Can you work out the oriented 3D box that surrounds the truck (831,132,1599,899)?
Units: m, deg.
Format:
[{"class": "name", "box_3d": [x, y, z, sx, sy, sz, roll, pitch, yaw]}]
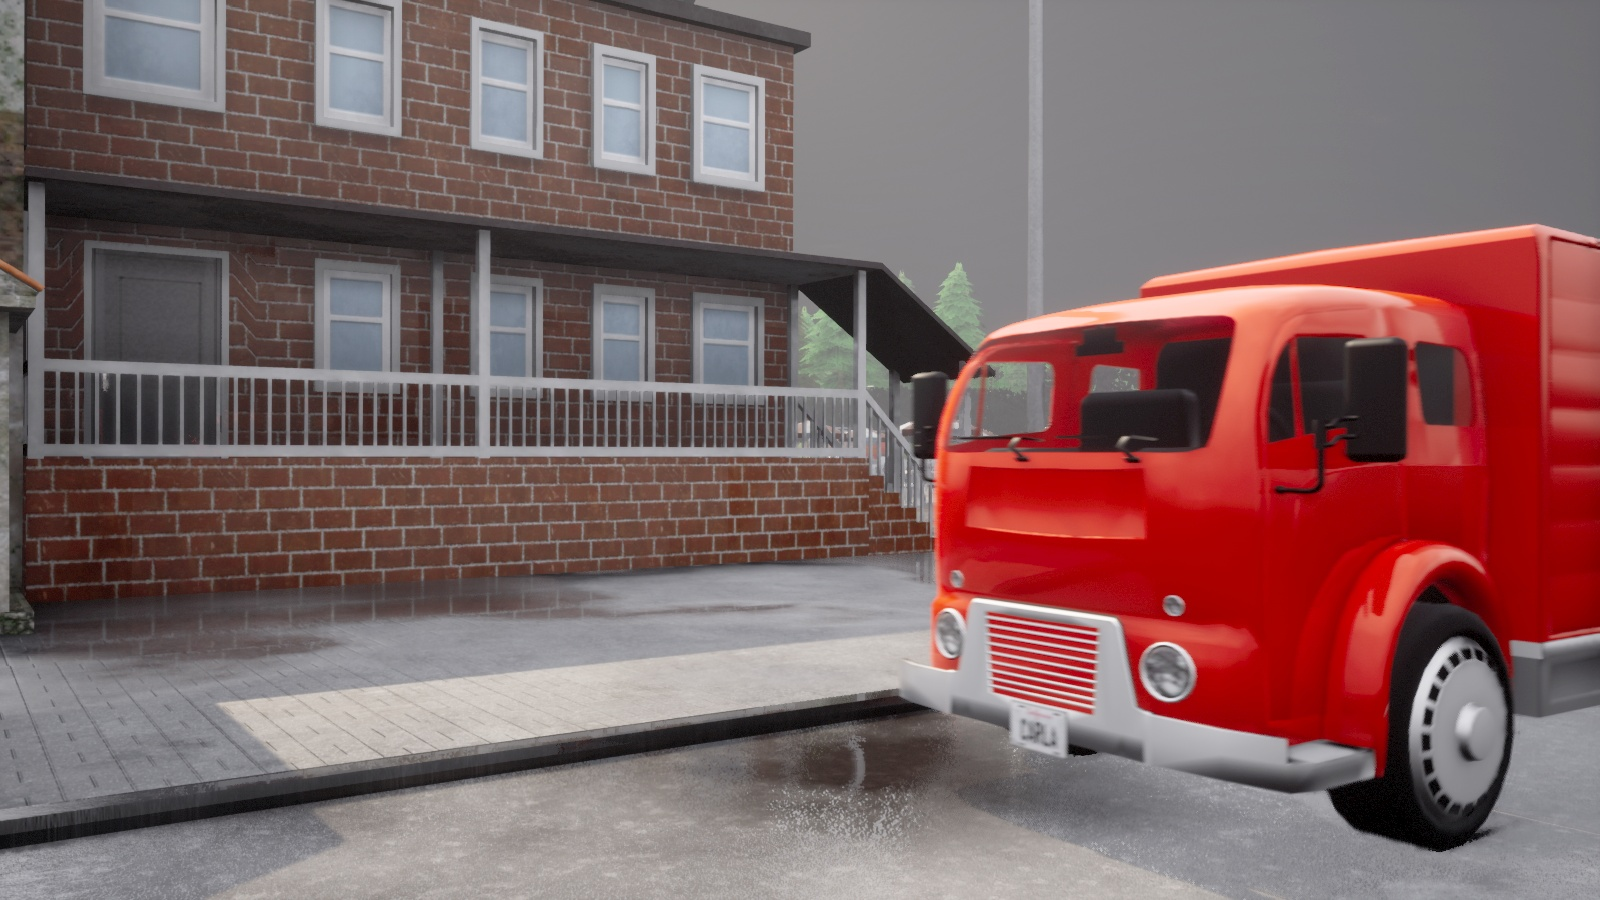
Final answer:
[{"class": "truck", "box_3d": [3.035, 0.267, 6.394, 5.204, 2.467, 2.627, 0, 0, -35]}]
